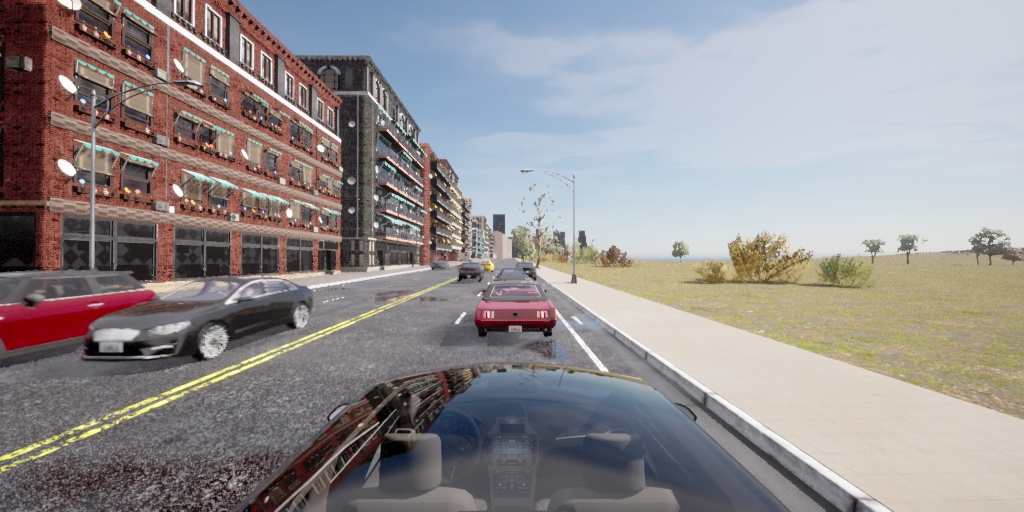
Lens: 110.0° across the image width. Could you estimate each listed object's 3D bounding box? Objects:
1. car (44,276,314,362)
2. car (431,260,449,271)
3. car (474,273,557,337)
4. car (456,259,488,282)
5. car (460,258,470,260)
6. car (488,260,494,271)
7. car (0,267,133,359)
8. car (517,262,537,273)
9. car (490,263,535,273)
[{"bbox_3d":[-6.621,1.243,8.362,2.128,1.511,4.902,0,0,0],"label":"car"},{"bbox_3d":[-9.988,1.317,50.081,1.994,1.385,4.181,0,0,0],"label":"car"},{"bbox_3d":[0.076,1.352,10.282,1.895,1.301,4.718,0,0,0],"label":"car"},{"bbox_3d":[-3.231,1.258,29.257,1.837,1.490,4.892,0,0,0],"label":"car"},{"bbox_3d":[-6.741,1.105,51.332,2.097,1.767,4.553,0,0,0],"label":"car"},{"bbox_3d":[-3.277,1.231,44.801,1.882,1.535,5.008,0,0,0],"label":"car"},{"bbox_3d":[-9.866,1.103,7.103,2.097,1.767,4.553,0,0,0],"label":"car"},{"bbox_3d":[1.053,1.259,30.306,1.837,1.490,4.892,0,0,0],"label":"car"},{"bbox_3d":[0.037,1.317,20.312,1.994,1.385,4.181,0,0,0],"label":"car"}]
